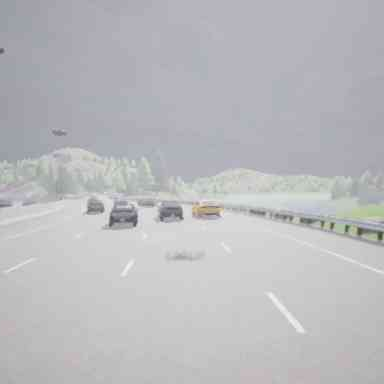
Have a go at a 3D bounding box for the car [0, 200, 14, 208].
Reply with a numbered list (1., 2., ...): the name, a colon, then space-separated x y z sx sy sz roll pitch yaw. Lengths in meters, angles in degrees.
1. car: -30.808 2.020 55.108 2.033 1.411 5.357 -1 0 -20

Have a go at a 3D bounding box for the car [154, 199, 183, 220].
1. car: -1.912 1.542 28.255 1.837 1.490 4.892 0 0 -10

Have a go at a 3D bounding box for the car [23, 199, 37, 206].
1. car: -28.226 1.976 58.103 1.994 1.385 4.181 -1 0 -21

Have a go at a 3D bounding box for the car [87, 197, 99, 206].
1. car: -18.856 1.792 63.172 1.837 1.490 4.892 0 0 -22

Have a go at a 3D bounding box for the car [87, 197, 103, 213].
1. car: -11.332 1.665 39.360 2.128 1.511 4.902 -1 0 -14

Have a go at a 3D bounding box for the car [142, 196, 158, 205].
1. car: -8.152 1.614 64.644 1.882 1.535 5.008 0 0 -21

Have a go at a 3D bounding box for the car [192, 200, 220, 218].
1. car: 1.195 1.471 30.297 1.882 1.535 5.008 0 0 -10

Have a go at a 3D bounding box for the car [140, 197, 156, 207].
1. car: -7.562 1.672 53.883 2.033 1.411 5.357 -1 0 -21

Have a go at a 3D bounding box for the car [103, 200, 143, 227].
1. car: -4.810 1.568 23.719 2.128 1.511 4.902 -1 0 -8
